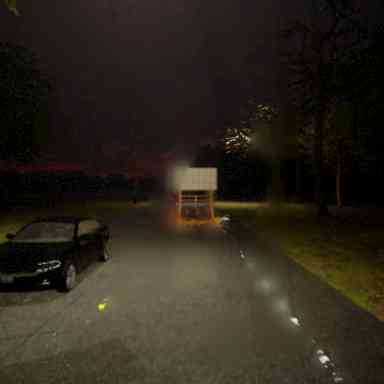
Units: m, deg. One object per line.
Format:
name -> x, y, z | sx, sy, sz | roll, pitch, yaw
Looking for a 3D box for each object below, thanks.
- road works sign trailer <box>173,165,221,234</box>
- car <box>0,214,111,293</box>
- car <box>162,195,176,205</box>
road works sign trailer -> 0.206, 0.346, 18.372 | 2.380, 3.560, 2.880 | 0, 0, -8
car -> -3.594, 1.418, 8.956 | 1.882, 1.535, 5.008 | 0, 0, 0
car -> -3.548, 1.239, 51.033 | 1.812, 1.442, 4.674 | 0, 0, 0
